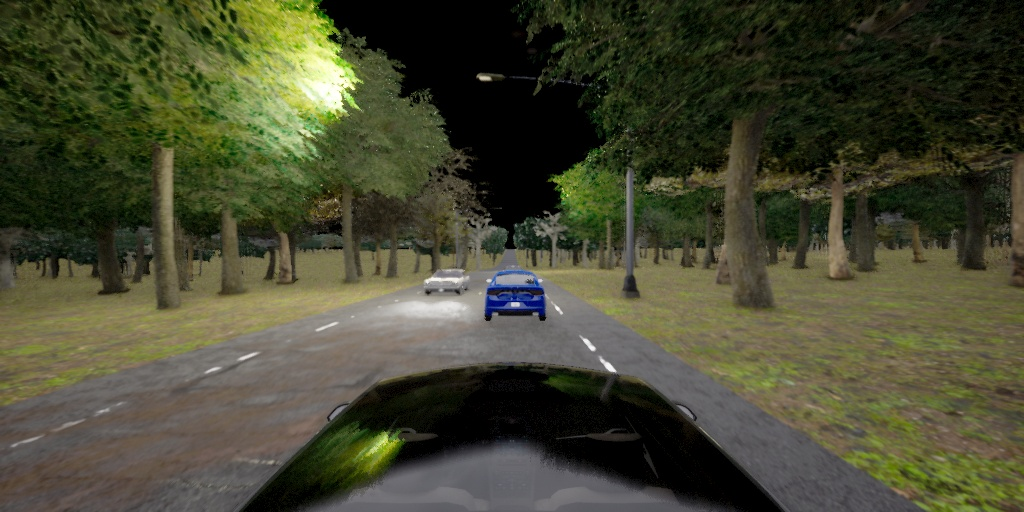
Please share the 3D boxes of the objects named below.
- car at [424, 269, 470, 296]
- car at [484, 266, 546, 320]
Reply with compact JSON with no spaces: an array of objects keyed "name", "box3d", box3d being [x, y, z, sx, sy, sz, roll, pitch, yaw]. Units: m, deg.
[{"name":"car","box3d":[-3.501,1.412,19.954,1.895,1.301,4.718,0,0,0]},{"name":"car","box3d":[0.099,1.245,12.706,1.882,1.535,5.008,0,0,0]}]
